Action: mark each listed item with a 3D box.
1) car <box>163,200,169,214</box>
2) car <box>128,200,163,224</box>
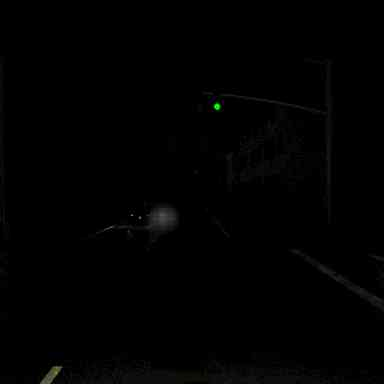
[{"bbox_3d":[-3.439,1.543,35.250,2.033,1.411,5.357,0,0,0],"label":"car"},{"bbox_3d":[-3.490,1.501,24.914,1.837,1.490,4.892,0,0,0],"label":"car"}]
